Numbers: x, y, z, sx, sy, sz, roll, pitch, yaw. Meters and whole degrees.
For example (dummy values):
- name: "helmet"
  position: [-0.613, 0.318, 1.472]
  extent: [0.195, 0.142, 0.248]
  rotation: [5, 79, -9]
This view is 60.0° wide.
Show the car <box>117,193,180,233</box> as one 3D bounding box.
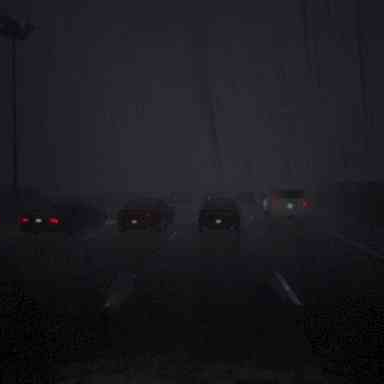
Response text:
- name: "car"
  position: [-2.094, 1.036, 16.406]
  extent: [1.882, 1.535, 5.008]
  rotation: [0, 2, 7]

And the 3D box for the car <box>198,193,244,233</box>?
- name: "car"
  position: [1.457, 1.037, 16.538]
  extent: [1.882, 1.535, 5.008]
  rotation: [0, 2, 8]

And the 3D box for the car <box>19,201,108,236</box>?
- name: "car"
  position: [-5.759, 1.120, 15.664]
  extent: [2.033, 1.411, 5.357]
  rotation: [0, 2, 7]

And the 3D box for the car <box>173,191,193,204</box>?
- name: "car"
  position: [-1.295, 0.575, 37.064]
  extent: [1.994, 1.385, 4.181]
  rotation: [0, 2, 16]

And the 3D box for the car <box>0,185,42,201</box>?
- name: "car"
  position: [-14.682, 0.474, 27.283]
  extent: [2.150, 2.045, 5.566]
  rotation: [0, 2, 11]

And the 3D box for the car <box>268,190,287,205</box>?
- name: "car"
  position: [9.523, 0.539, 36.704]
  extent: [1.837, 1.490, 4.892]
  rotation: [0, 2, 17]

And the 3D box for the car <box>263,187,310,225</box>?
- name: "car"
  position: [5.437, 0.705, 19.590]
  extent: [2.150, 2.045, 5.566]
  rotation: [0, 2, 9]

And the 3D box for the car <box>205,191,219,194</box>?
- name: "car"
  position: [2.331, 0.580, 37.029]
  extent: [1.994, 1.385, 4.181]
  rotation: [1, 2, 16]

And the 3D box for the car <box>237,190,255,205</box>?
- name: "car"
  position: [5.814, 0.526, 36.518]
  extent: [2.128, 1.511, 4.902]
  rotation: [0, 2, 16]
